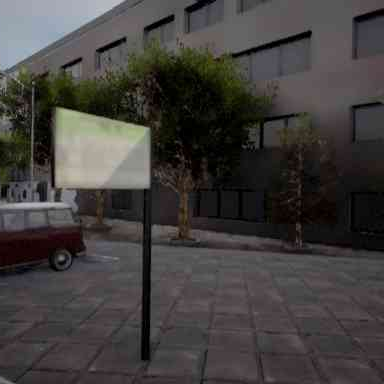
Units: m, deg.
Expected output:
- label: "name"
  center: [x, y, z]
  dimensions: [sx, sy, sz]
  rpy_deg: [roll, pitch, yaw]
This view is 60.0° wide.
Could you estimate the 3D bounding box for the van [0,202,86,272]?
- label: "van"
  center: [-4.962, 1.312, 8.965]
  dimensions: [1.878, 1.987, 4.442]
  rpy_deg: [-2, -1, 35]
